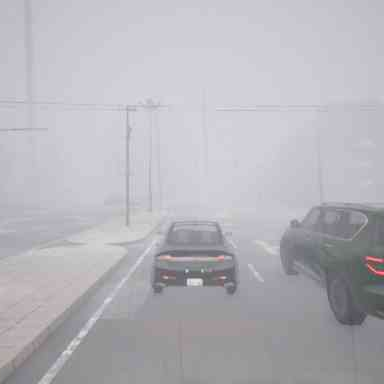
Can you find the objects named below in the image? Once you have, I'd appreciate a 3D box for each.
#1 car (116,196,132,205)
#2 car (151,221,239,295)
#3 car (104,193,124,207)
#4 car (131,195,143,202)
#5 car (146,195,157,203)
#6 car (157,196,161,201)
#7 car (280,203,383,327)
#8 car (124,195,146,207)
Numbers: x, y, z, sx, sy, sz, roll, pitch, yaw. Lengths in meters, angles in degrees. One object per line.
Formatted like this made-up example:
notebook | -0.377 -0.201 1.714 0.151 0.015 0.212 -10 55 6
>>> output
car | -12.636 1.540 62.139 2.128 1.511 4.902 0 0 0
car | 0.075 1.499 8.748 2.128 1.511 4.902 0 0 1
car | -12.627 1.263 54.113 2.150 2.045 5.566 0 0 -1
car | -12.631 1.538 76.635 1.882 1.535 5.008 0 0 0
car | -9.150 1.594 69.142 2.033 1.411 5.357 0 0 0
car | -9.111 1.660 84.418 1.895 1.301 4.718 0 0 0
car | 3.560 1.227 7.172 2.150 2.045 5.566 0 0 1
car | -9.124 1.589 53.683 2.033 1.411 5.357 0 0 -1
